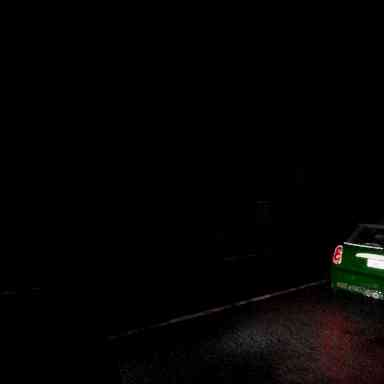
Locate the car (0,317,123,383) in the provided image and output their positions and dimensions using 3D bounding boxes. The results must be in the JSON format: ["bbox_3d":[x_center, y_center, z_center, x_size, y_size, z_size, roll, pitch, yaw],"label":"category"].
[{"bbox_3d":[-2.774,1.492,1.771,4.902,1.511,2.128,0,0,-36],"label":"car"}]

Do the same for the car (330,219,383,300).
[{"bbox_3d":[5.140,1.352,7.404,4.553,1.767,2.097,0,0,-35],"label":"car"}]
